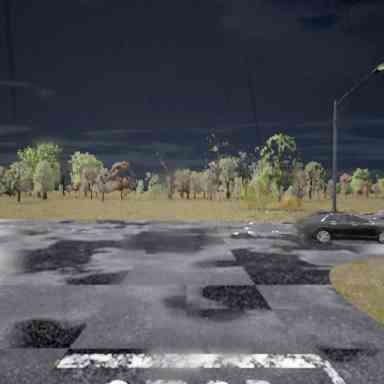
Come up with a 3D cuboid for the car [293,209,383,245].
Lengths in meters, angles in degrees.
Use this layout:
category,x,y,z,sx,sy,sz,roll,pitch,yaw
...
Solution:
category,x,y,z,sx,sy,sz,roll,pitch,yaw
car,7.553,1.724,16.400,4.892,1.490,1.837,1,0,0
